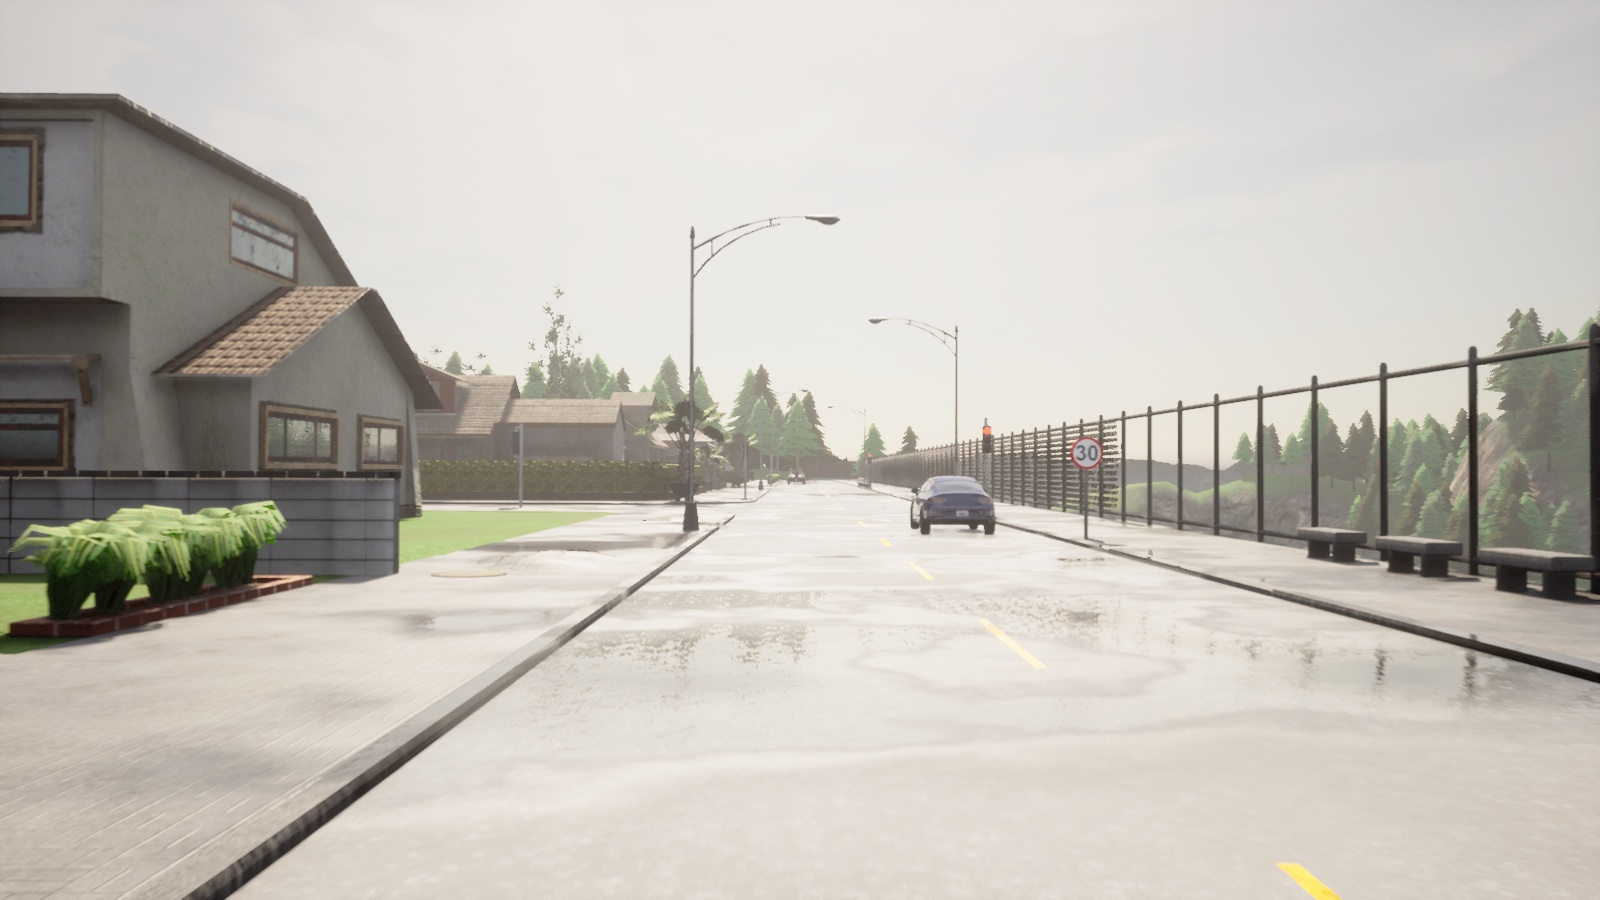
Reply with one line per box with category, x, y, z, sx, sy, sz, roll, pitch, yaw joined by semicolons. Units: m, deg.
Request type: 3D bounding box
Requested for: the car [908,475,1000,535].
car;3.919;1.370;32.572;1.812;1.442;4.674;0;-1;0
